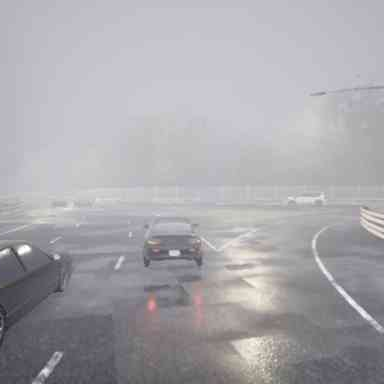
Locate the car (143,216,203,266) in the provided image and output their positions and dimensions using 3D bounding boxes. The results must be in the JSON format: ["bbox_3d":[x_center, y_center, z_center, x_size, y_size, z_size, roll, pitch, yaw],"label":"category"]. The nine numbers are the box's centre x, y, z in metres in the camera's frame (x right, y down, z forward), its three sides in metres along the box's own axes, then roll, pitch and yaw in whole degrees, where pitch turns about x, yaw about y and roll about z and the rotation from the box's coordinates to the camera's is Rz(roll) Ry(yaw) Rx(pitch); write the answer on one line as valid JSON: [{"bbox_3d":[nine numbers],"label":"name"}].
[{"bbox_3d":[-0.720,1.548,11.604,1.812,1.442,4.674,0,0,-6],"label":"car"}]

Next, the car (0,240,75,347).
[{"bbox_3d":[-3.685,1.573,5.848,2.033,1.411,5.357,0,0,-4],"label":"car"}]

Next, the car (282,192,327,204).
[{"bbox_3d":[14.544,0.953,43.112,5.566,2.045,2.150,0,0,5],"label":"car"}]

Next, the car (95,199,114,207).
[{"bbox_3d":[-14.348,1.753,54.510,1.895,1.301,4.718,0,0,-32],"label":"car"}]

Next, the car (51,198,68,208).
[{"bbox_3d":[-20.441,1.664,51.068,2.128,1.511,4.902,0,0,-32],"label":"car"}]

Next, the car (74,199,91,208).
[{"bbox_3d":[-17.387,1.726,52.776,1.994,1.385,4.181,0,0,-32],"label":"car"}]
